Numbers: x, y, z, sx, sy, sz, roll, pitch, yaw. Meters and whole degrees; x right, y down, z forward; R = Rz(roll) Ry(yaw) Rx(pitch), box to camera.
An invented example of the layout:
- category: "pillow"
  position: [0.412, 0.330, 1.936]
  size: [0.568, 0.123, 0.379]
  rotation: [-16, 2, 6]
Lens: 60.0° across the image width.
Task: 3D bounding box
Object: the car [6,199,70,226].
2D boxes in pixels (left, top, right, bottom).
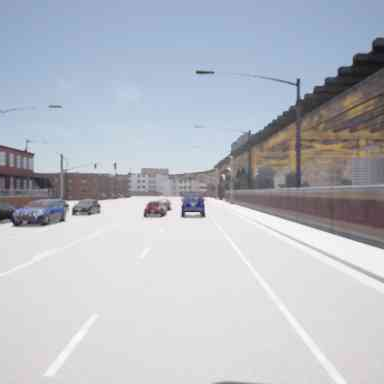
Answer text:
- category: "car"
  position: [-10.588, 1.349, 23.339]
  size: [2.097, 1.767, 4.553]
  rotation: [0, 0, 0]

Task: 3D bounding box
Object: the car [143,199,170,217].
- category: "car"
  position: [-3.407, 1.520, 31.130]
  size: [1.812, 1.442, 4.674]
  rotation: [0, 0, 0]

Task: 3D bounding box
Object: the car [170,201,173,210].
- category: "car"
  position: [-3.476, 1.542, 41.114]
  size: [2.033, 1.411, 5.357]
  rotation: [0, 0, 0]

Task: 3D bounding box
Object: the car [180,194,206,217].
- category: "car"
  position: [0.095, 1.217, 30.965]
  size: [2.150, 2.045, 5.566]
  rotation: [0, 0, 0]

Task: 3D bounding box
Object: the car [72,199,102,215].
- category: "car"
  position: [-10.553, 1.500, 33.606]
  size: [1.837, 1.490, 4.892]
  rotation: [0, 0, 1]

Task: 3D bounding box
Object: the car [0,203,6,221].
- category: "car"
  position: [-14.085, 1.522, 23.594]
  size: [1.812, 1.442, 4.674]
  rotation: [0, 0, 0]

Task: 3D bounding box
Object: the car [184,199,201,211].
- category: "car"
  position: [0.019, 1.558, 41.624]
  size: [1.994, 1.385, 4.181]
  rotation: [0, 0, 0]

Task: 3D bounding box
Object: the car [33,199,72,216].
- category: "car"
  position: [-14.050, 1.500, 33.875]
  size: [1.837, 1.490, 4.892]
  rotation: [0, 0, 0]
